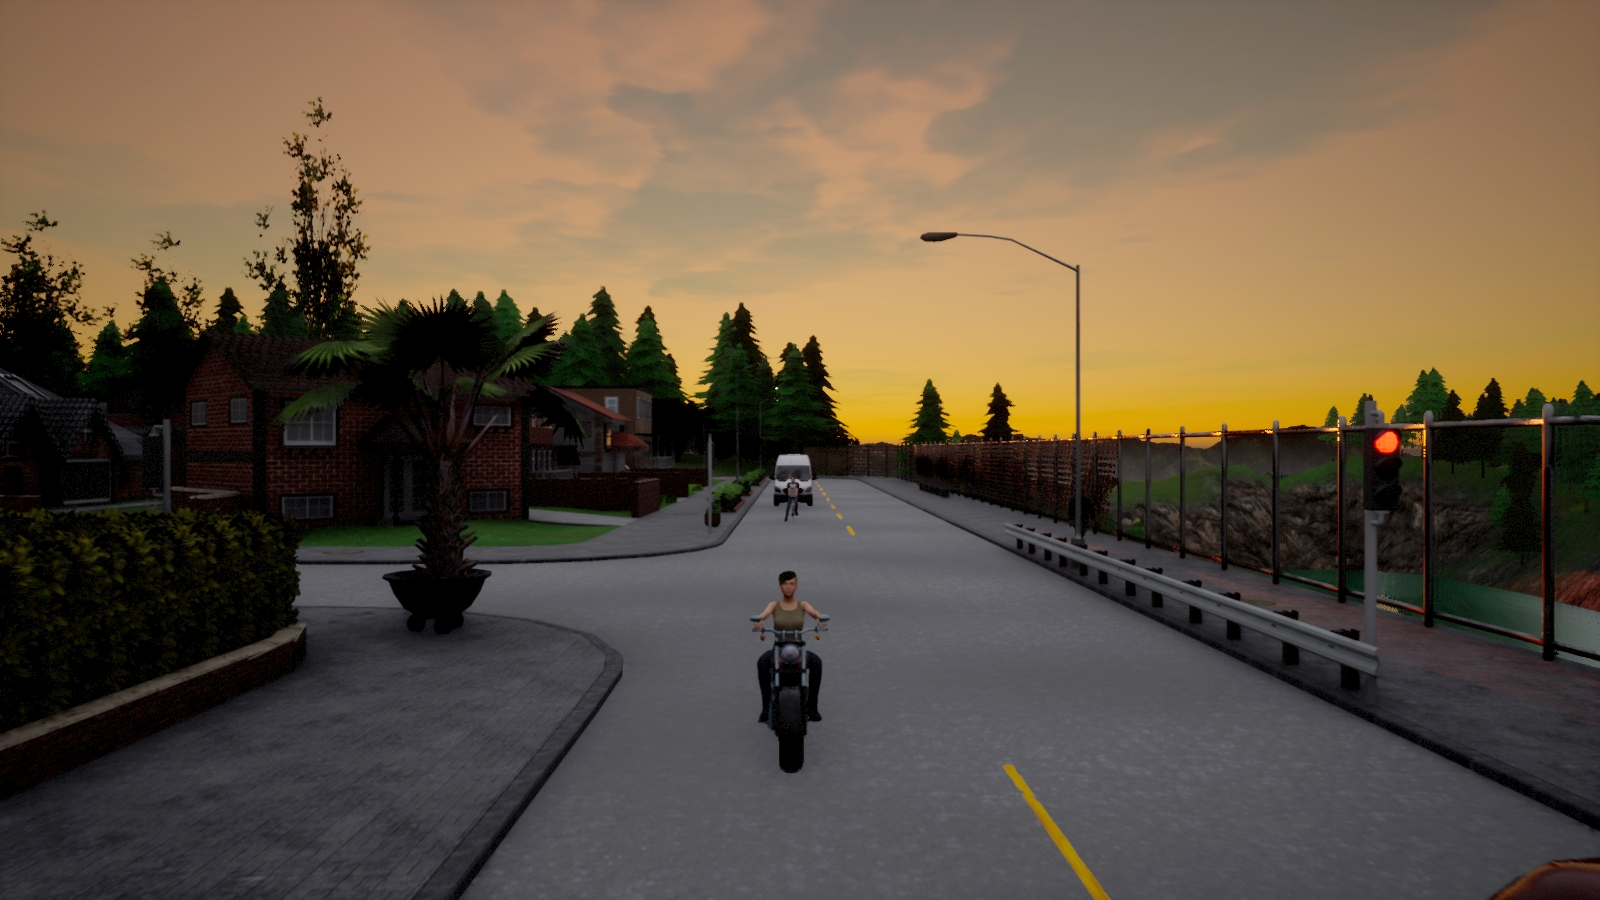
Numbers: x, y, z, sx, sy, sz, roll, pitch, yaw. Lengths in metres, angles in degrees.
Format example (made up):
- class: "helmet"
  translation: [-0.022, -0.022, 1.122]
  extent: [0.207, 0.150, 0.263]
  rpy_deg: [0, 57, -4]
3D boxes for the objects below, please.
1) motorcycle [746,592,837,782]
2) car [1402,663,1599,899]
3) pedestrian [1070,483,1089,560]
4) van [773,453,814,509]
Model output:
- class: "motorcycle"
  translation: [-0.100, 2.155, 10.846]
  extent: [0.764, 1.307, 2.356]
  rpy_deg: [0, 0, -1]
- class: "car"
  translation: [3.950, 1.906, 3.203]
  extent: [2.097, 1.767, 4.553]
  rpy_deg: [0, 0, 0]
- class: "pedestrian"
  translation: [6.859, 1.744, 28.017]
  extent: [0.375, 1.860, 0.375]
  rpy_deg: [0, 0, -1]
- class: "van"
  translation: [-0.338, 1.528, 58.835]
  extent: [1.988, 2.561, 5.915]
  rpy_deg: [0, 1, 0]
